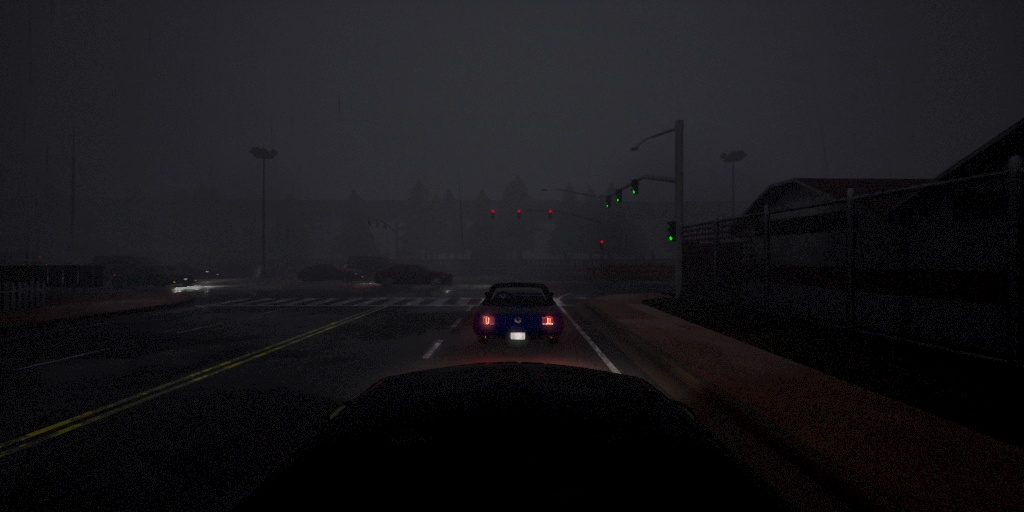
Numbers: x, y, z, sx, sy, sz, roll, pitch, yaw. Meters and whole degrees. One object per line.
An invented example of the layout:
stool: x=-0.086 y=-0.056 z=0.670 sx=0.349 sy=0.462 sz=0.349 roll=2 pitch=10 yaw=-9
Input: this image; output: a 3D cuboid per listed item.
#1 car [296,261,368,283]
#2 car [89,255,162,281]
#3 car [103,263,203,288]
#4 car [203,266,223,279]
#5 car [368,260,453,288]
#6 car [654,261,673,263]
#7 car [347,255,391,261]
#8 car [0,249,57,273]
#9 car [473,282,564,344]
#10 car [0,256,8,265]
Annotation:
car: x=-13.566 y=1.275 z=26.870 sx=4.674 sy=1.442 sz=1.812 roll=0 pitch=0 yaw=-1
car: x=-27.952 y=0.965 z=26.629 sx=5.566 sy=2.045 sz=2.150 roll=0 pitch=0 yaw=-1
car: x=-23.019 y=1.314 z=23.141 sx=4.181 sy=1.385 sz=1.994 roll=0 pitch=0 yaw=1
car: x=-27.110 y=1.267 z=30.144 sx=4.674 sy=1.442 sz=1.812 roll=0 pitch=0 yaw=-1
car: x=-6.419 y=1.227 z=23.492 sx=5.008 sy=1.535 sz=1.882 roll=0 pitch=0 yaw=-1
car: x=17.192 y=1.276 z=41.574 sx=4.674 sy=1.442 sz=1.812 roll=0 pitch=0 yaw=-1
car: x=-11.297 y=0.970 z=30.407 sx=5.566 sy=2.045 sz=2.150 roll=0 pitch=0 yaw=-1
car: x=-42.316 y=0.587 z=29.911 sx=5.566 sy=2.045 sz=2.150 roll=3 pitch=0 yaw=-1
car: x=0.191 y=1.351 z=9.556 sx=1.895 sy=1.301 sz=4.718 roll=0 pitch=0 yaw=2
car: x=-36.333 y=0.975 z=22.996 sx=4.553 sy=1.767 sz=2.097 roll=2 pitch=0 yaw=-1
